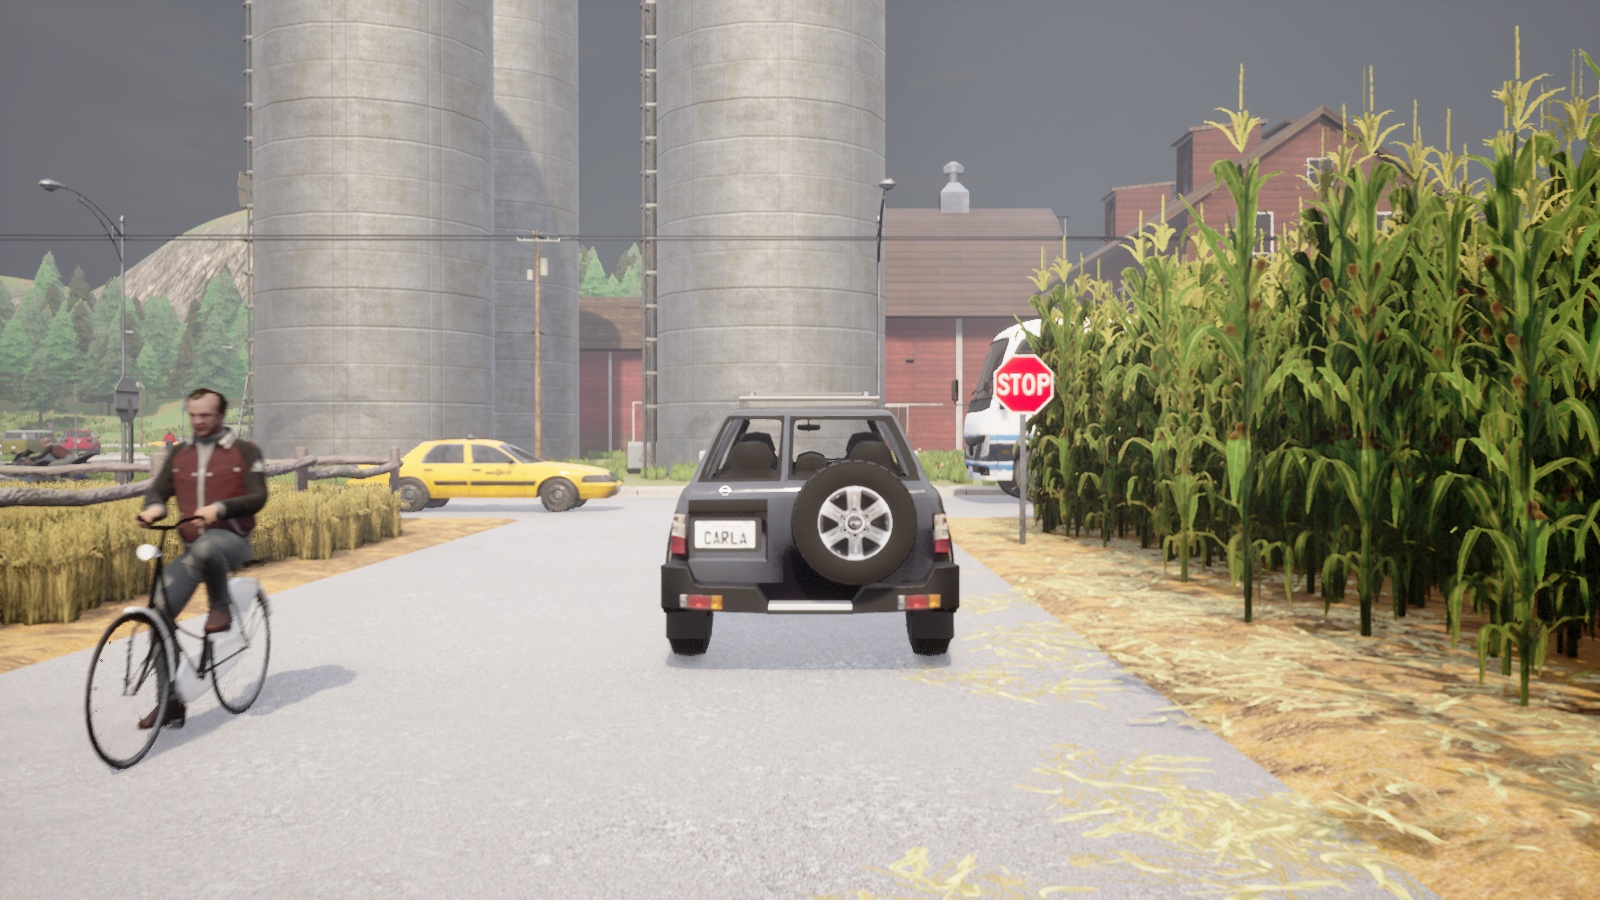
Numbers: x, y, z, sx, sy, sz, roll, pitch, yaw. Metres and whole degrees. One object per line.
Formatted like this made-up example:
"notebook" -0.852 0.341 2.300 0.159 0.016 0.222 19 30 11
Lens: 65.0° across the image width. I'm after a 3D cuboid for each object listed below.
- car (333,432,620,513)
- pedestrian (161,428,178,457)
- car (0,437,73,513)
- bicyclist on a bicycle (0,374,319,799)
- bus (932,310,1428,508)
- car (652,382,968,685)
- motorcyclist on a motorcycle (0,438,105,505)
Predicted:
"car" -6.489 0.427 25.583 5.366 1.575 1.801 0 1 0
"pedestrian" -40.895 -0.476 81.415 0.634 1.844 0.899 0 1 0
"car" -17.847 0.480 25.620 4.792 1.488 2.163 0 1 0
"bicyclist on a bicycle" -3.048 0.565 6.162 0.659 1.776 1.843 0 0 0
"bus" 8.377 -0.912 29.019 10.273 4.253 3.944 0 1 1
"car" 0.071 0.478 10.004 1.932 1.855 4.605 0 1 0
"motorcyclist on a motorcycle" -17.460 0.479 29.118 2.191 1.530 0.866 0 1 0
